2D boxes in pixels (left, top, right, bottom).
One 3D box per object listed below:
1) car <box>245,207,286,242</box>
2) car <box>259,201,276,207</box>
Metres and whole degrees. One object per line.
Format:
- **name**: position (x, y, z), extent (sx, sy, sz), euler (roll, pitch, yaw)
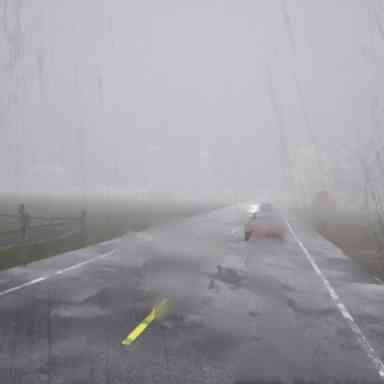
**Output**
- **car**: position (3.863, 1.715, 17.571), extent (1.994, 1.385, 4.181), euler (1, 0, 13)
- **car**: position (9.248, 1.851, 41.070), extent (2.128, 1.511, 4.902), euler (1, 0, 13)
